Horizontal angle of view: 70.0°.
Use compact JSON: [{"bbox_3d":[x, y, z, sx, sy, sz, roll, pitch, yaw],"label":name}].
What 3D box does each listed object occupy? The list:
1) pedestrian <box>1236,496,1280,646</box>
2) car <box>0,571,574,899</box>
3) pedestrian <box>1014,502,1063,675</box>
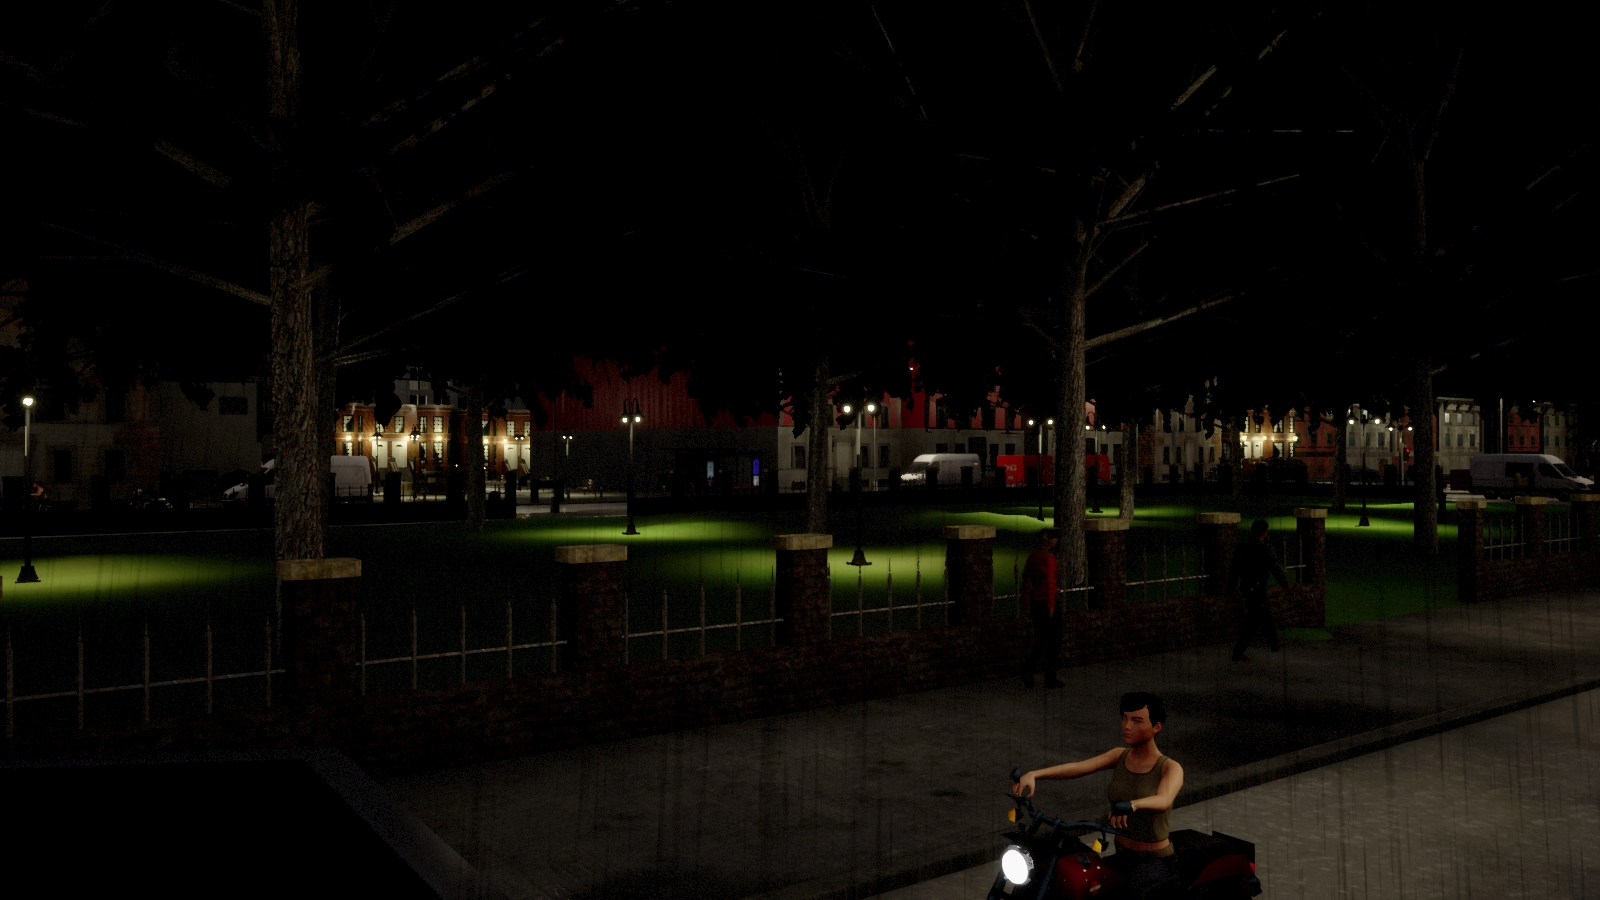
[{"bbox_3d":[5.815,1.519,14.511,0.375,1.860,0.375,0,0,-27],"label":"pedestrian"},{"bbox_3d":[-3.767,1.534,1.768,6.274,2.098,2.390,0,0,-35],"label":"car"},{"bbox_3d":[2.649,1.520,12.716,0.375,1.860,0.375,0,0,-32],"label":"pedestrian"}]
